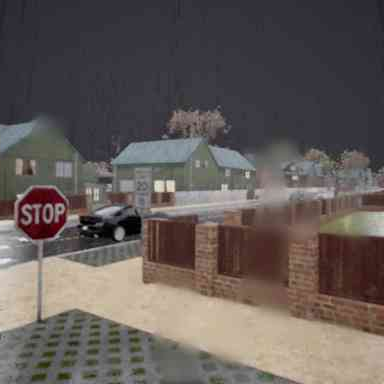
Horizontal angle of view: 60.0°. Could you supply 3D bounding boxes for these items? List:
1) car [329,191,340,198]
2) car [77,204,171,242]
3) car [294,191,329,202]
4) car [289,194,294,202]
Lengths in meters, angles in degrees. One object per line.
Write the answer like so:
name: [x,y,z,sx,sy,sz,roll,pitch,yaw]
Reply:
car: [20.240,0.625,48.563,1.812,1.442,4.674,2,2,35]
car: [-2.983,1.295,15.745,1.882,1.535,5.008,2,2,35]
car: [14.743,0.822,40.703,2.033,1.411,5.357,2,2,36]
car: [15.106,0.658,46.067,2.033,1.411,5.357,2,2,35]
